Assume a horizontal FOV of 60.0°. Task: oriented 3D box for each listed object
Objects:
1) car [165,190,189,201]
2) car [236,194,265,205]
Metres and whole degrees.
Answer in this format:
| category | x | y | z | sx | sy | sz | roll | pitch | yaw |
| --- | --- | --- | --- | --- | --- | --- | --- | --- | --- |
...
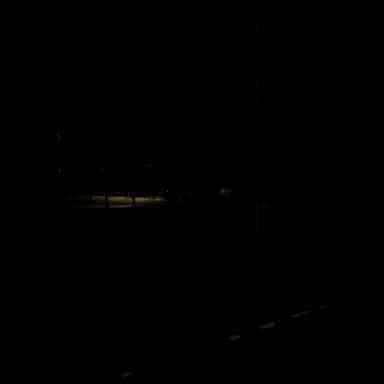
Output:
| category | x | y | z | sx | sy | sz | roll | pitch | yaw |
| --- | --- | --- | --- | --- | --- | --- | --- | --- | --- |
| car | -2.768 | 0.675 | 61.425 | 2.150 | 2.045 | 5.566 | 0 | 0 | -36 |
| car | 8.121 | 1.067 | 46.469 | 1.812 | 1.442 | 4.674 | 0 | 0 | -36 |
